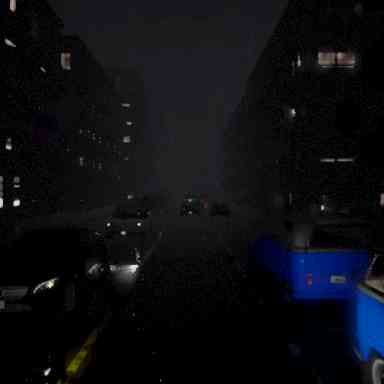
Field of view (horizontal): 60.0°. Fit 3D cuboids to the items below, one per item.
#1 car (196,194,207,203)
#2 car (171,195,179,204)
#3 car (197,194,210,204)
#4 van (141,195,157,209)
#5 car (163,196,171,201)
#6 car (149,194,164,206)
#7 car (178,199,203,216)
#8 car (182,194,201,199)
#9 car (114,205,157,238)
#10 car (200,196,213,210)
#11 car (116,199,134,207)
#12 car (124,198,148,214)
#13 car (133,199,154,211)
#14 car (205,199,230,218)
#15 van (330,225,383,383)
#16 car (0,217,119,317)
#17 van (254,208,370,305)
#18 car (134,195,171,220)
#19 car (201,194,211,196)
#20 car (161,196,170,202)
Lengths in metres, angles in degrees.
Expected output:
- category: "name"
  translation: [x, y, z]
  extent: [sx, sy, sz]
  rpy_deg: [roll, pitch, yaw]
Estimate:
- category: "car"
  translation: [2.093, 1.368, 75.083]
  extent: [2.192, 1.841, 5.009]
  rpy_deg: [-1, 0, 0]
- category: "car"
  translation: [-3.528, 1.574, 65.915]
  extent: [1.812, 1.442, 4.674]
  rpy_deg: [0, 0, 0]
- category: "car"
  translation: [2.181, 1.359, 63.879]
  extent: [2.192, 1.841, 5.009]
  rpy_deg: [-1, 0, 0]
- category: "van"
  translation: [-6.033, 1.383, 47.036]
  extent: [1.690, 1.788, 3.998]
  rpy_deg: [-1, 0, 0]
- category: "car"
  translation: [-6.372, 1.655, 86.249]
  extent: [1.802, 1.307, 4.206]
  rpy_deg: [-1, 0, 0]
- category: "car"
  translation: [-6.145, 1.365, 58.239]
  extent: [2.192, 1.841, 5.009]
  rpy_deg: [-1, 0, 0]
- category: "car"
  translation: [-0.155, 1.625, 33.119]
  extent: [1.895, 1.301, 4.718]
  rpy_deg: [0, 0, 0]
- category: "car"
  translation: [-0.256, 1.255, 46.293]
  extent: [2.150, 2.045, 5.566]
  rpy_deg: [0, 0, 0]
- category: "car"
  translation: [-3.229, 1.618, 17.871]
  extent: [1.895, 1.301, 4.718]
  rpy_deg: [0, 0, 0]
- category: "car"
  translation: [2.359, 1.552, 41.641]
  extent: [1.752, 1.417, 4.829]
  rpy_deg: [-1, 0, 0]
- category: "car"
  translation: [-5.898, 1.611, 30.230]
  extent: [1.802, 1.307, 4.206]
  rpy_deg: [-1, 0, 0]
- category: "car"
  translation: [-5.944, 1.473, 35.832]
  extent: [1.967, 1.590, 4.097]
  rpy_deg: [-1, 0, 0]
- category: "car"
  translation: [-5.986, 1.588, 41.434]
  extent: [2.008, 1.369, 4.403]
  rpy_deg: [-1, 0, 0]
- category: "car"
  translation: [2.450, 1.600, 30.267]
  extent: [1.802, 1.307, 4.206]
  rpy_deg: [-1, 0, 0]
- category: "van"
  translation: [2.667, 1.339, 2.257]
  extent: [1.690, 1.788, 3.998]
  rpy_deg: [-1, 0, 0]
- category: "car"
  translation: [-3.135, 1.535, 7.587]
  extent: [1.812, 1.442, 4.674]
  rpy_deg: [0, 0, -1]
- category: "van"
  translation: [2.623, 1.343, 7.859]
  extent: [1.690, 1.788, 3.998]
  rpy_deg: [-1, 0, 0]
- category: "car"
  translation: [-3.271, 1.246, 28.629]
  extent: [2.150, 2.045, 5.566]
  rpy_deg: [0, 0, 0]
- category: "car"
  translation: [2.269, 1.350, 52.675]
  extent: [2.192, 1.841, 5.009]
  rpy_deg: [-1, 0, 0]
- category: "car"
  translation: [-6.328, 1.651, 80.647]
  extent: [1.802, 1.307, 4.206]
  rpy_deg: [-1, 0, 0]
